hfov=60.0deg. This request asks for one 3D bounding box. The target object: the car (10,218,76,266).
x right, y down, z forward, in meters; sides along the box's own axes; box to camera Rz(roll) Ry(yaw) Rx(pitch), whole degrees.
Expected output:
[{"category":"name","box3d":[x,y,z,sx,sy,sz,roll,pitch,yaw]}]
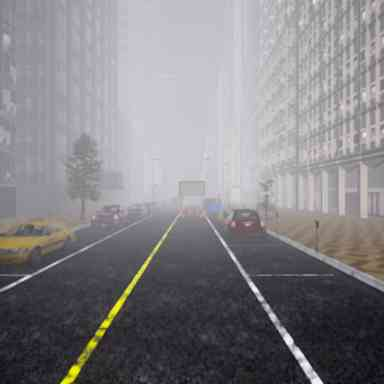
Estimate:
[{"category":"car","box3d":[-5.700,1.645,11.977,1.752,1.417,4.829,-1,-1,0]}]

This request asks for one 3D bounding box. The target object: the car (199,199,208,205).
[{"category":"car","box3d":[2.669,2.341,80.347,2.008,1.369,4.403,-1,-1,0]}]

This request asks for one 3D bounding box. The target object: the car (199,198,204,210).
[{"category":"car","box3d":[2.671,1.827,51.933,2.192,1.841,5.009,-1,-1,0]}]

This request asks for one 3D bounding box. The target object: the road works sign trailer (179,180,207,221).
[{"category":"road works sign trailer","box3d":[0.014,0.760,29.947,2.380,3.560,2.880,0,-1,0]}]

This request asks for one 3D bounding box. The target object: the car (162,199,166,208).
[{"category":"car","box3d":[-5.707,2.063,51.930,2.008,1.369,4.403,-1,-1,0]}]

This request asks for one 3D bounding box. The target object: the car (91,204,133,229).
[{"category":"car","box3d":[-5.703,1.673,23.514,1.967,1.590,4.097,-1,-1,0]}]

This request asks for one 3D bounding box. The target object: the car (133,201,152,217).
[{"category":"car","box3d":[-5.704,1.895,34.879,2.008,1.369,4.403,-1,-1,0]}]

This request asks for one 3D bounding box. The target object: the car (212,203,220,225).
[{"category":"car","box3d":[2.678,1.759,23.684,1.752,1.417,4.829,-1,-1,0]}]

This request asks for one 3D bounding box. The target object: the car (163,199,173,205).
[{"category":"car","box3d":[-5.711,2.341,80.346,2.008,1.369,4.403,-1,-1,0]}]

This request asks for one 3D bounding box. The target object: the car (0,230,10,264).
[{"category":"car","box3d":[-5.700,1.505,6.464,1.967,1.590,4.097,-1,-1,0]}]

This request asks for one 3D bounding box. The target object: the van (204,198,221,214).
[{"category":"van","box3d":[2.674,1.741,40.566,1.690,1.788,3.998,-1,-1,0]}]

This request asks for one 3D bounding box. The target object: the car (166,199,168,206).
[{"category":"car","box3d":[-5.707,2.150,57.613,1.802,1.307,4.206,-1,-1,0]}]

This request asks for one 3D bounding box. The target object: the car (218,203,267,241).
[{"category":"car","box3d":[2.678,1.617,17.832,1.967,1.590,4.097,-1,-1,0]}]

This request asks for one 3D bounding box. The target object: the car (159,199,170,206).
[{"category":"car","box3d":[-5.710,2.230,68.980,2.008,1.369,4.403,-1,-1,0]}]

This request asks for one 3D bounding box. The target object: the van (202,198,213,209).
[{"category":"van","box3d":[2.671,1.909,57.616,1.690,1.788,3.998,-1,-1,0]}]

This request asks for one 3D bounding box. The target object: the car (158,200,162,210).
[{"category":"car","box3d":[-5.706,2.001,46.246,1.887,1.381,4.507,-1,-1,0]}]

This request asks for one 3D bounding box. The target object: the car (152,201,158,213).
[{"category":"car","box3d":[-5.705,1.966,40.563,1.947,1.339,4.313,-1,-1,0]}]

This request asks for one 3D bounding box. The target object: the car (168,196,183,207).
[{"category":"car","box3d":[-3.022,1.866,65.279,2.150,2.045,5.566,0,-1,0]}]
